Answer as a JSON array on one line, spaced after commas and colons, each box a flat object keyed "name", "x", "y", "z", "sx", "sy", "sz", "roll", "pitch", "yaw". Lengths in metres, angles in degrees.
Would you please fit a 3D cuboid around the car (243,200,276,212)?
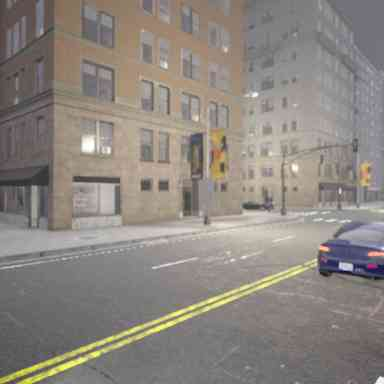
[{"name": "car", "x": 7.335, "y": 1.600, "z": 39.084, "sx": 4.718, "sy": 1.301, "sz": 1.895, "roll": 0, "pitch": 0, "yaw": 43}]

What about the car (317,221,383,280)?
[{"name": "car", "x": 5.050, "y": 1.530, "z": 9.279, "sx": 1.812, "sy": 1.442, "sz": 4.674, "roll": 0, "pitch": 0, "yaw": 42}]
